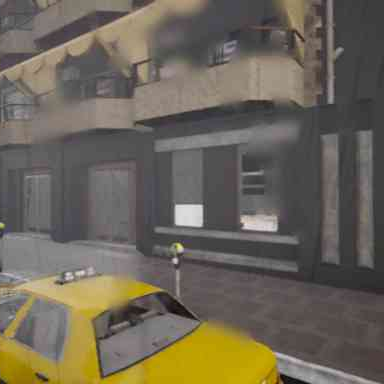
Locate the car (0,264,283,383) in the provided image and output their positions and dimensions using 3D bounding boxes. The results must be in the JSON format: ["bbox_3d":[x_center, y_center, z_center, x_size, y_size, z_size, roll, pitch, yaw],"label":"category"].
[{"bbox_3d":[-1.457,1.511,3.770,4.829,1.417,1.752,0,0,35],"label":"car"}]
